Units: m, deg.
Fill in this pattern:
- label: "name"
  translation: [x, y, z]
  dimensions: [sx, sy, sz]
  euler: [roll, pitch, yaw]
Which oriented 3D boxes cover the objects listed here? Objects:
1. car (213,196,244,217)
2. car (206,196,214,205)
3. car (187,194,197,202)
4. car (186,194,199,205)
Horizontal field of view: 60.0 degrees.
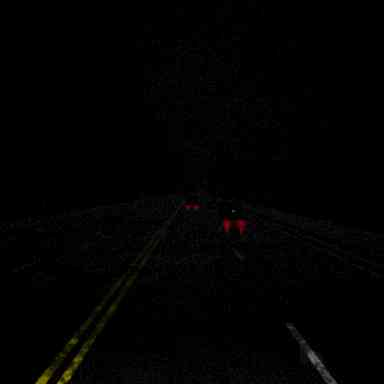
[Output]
- label: "car"
  translation: [3.284, 1.308, 28.781]
  dimensions: [2.128, 1.511, 4.902]
  euler: [0, 0, 0]
- label: "car"
  translation: [3.197, 1.265, 51.916]
  dimensions: [2.033, 1.411, 5.357]
  euler: [0, 0, 0]
- label: "car"
  translation: [-0.068, 1.194, 64.939]
  dimensions: [1.837, 1.490, 4.892]
  euler: [0, 0, 0]
- label: "car"
  translation: [0.047, 1.215, 50.141]
  dimensions: [2.128, 1.511, 4.902]
  euler: [0, 0, 0]
